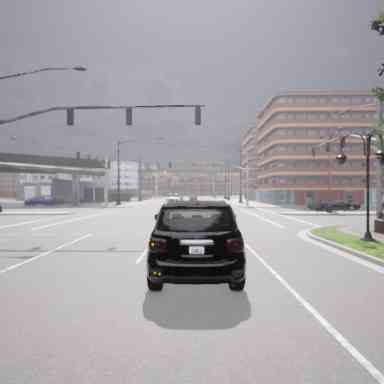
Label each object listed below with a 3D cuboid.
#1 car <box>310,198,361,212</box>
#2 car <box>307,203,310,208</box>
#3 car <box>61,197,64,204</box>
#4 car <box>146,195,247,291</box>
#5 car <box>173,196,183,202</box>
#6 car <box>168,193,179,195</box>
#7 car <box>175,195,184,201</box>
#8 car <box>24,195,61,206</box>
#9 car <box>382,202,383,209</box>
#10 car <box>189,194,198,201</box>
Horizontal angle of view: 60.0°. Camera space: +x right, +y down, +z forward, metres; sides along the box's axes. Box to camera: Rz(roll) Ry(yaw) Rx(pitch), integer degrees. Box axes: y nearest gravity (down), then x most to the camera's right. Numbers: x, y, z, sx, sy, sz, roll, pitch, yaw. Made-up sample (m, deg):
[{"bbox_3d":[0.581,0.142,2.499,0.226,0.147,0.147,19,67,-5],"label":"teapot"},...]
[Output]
[{"bbox_3d":[16.343,1.598,37.631,4.718,1.301,1.895,0,0,-3],"label":"car"},{"bbox_3d":[16.729,1.502,41.106,4.892,1.490,1.837,0,0,1],"label":"car"},{"bbox_3d":[-23.966,1.452,56.831,3.806,1.475,1.970,0,0,1],"label":"car"},{"bbox_3d":[0.096,1.221,9.125,2.150,2.045,5.566,0,0,0],"label":"car"},{"bbox_3d":[-3.157,1.535,75.112,2.033,1.411,5.357,0,0,0],"label":"car"},{"bbox_3d":[-3.058,1.218,54.502,2.150,2.045,5.566,0,0,2],"label":"car"},{"bbox_3d":[-3.232,1.508,85.441,2.128,1.511,4.902,0,0,0],"label":"car"},{"bbox_3d":[-23.256,1.291,51.080,4.611,1.667,2.242,0,0,1],"label":"car"},{"bbox_3d":[25.901,1.349,41.018,4.553,1.767,2.097,0,0,0],"label":"car"},{"bbox_3d":[0.299,1.366,81.163,2.128,1.511,4.902,0,0,0],"label":"car"}]
